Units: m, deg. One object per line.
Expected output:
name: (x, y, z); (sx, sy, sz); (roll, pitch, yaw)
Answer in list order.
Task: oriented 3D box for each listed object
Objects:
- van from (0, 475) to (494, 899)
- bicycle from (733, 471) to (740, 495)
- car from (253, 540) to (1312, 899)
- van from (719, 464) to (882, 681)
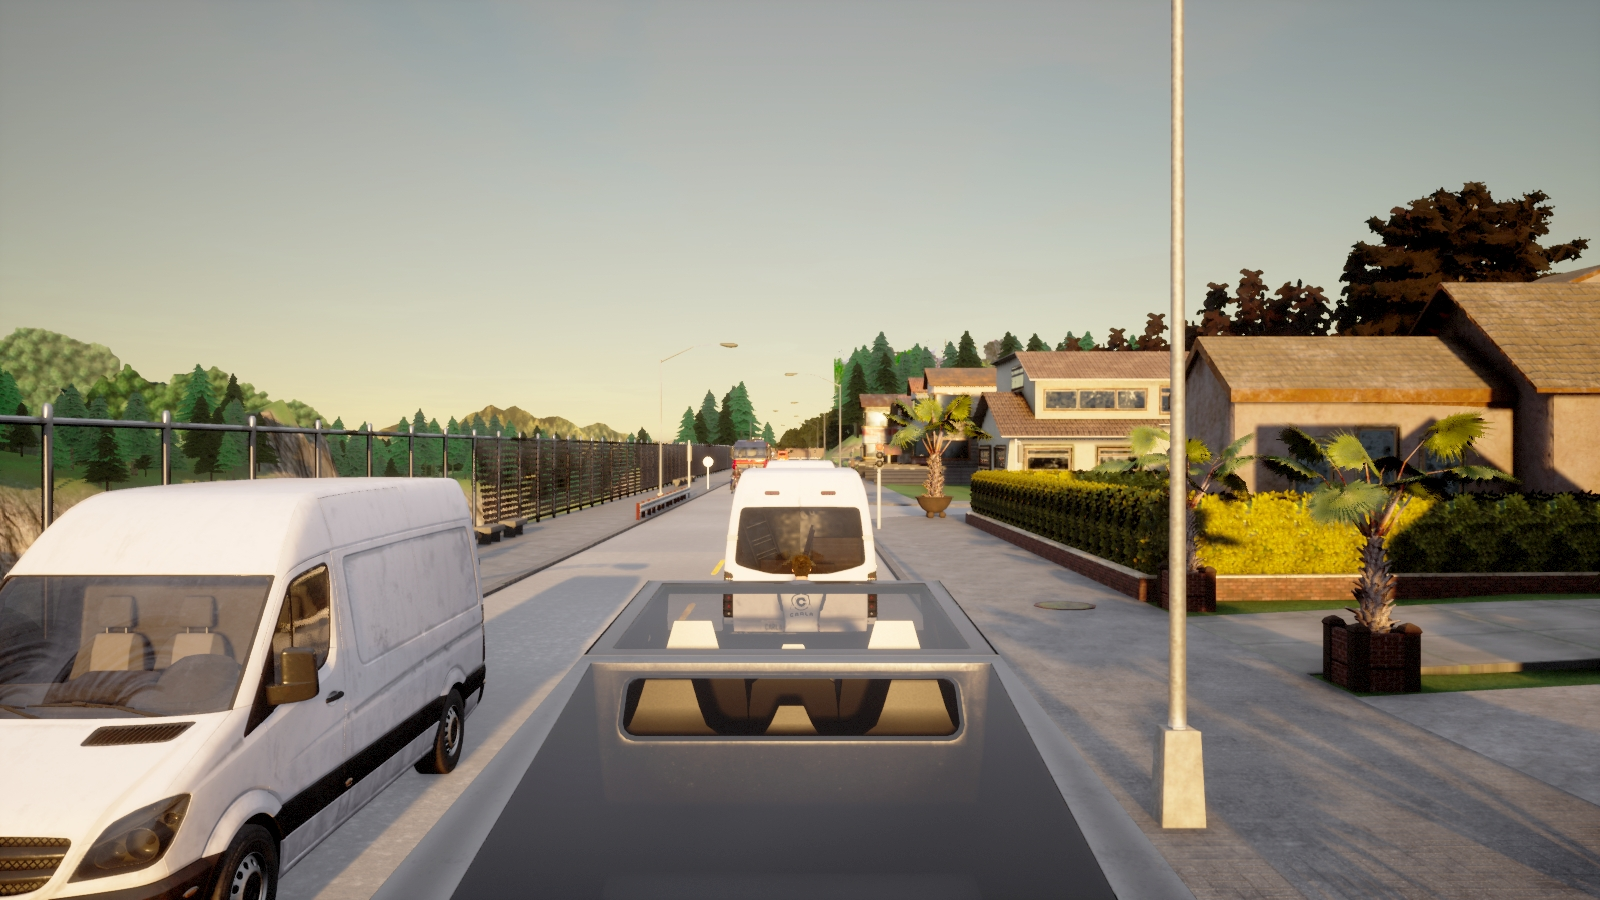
van: (-3.993, 1.531, 8.228); (1.988, 2.561, 5.915); (0, 0, 0)
bicycle: (-3.968, 2.032, 71.211); (0.329, 1.471, 1.835); (0, 0, 0)
car: (-0.034, 1.751, 5.716); (2.390, 2.098, 6.274); (0, 0, 0)
van: (0.009, 1.528, 16.844); (1.988, 2.561, 5.915); (0, 0, 0)
